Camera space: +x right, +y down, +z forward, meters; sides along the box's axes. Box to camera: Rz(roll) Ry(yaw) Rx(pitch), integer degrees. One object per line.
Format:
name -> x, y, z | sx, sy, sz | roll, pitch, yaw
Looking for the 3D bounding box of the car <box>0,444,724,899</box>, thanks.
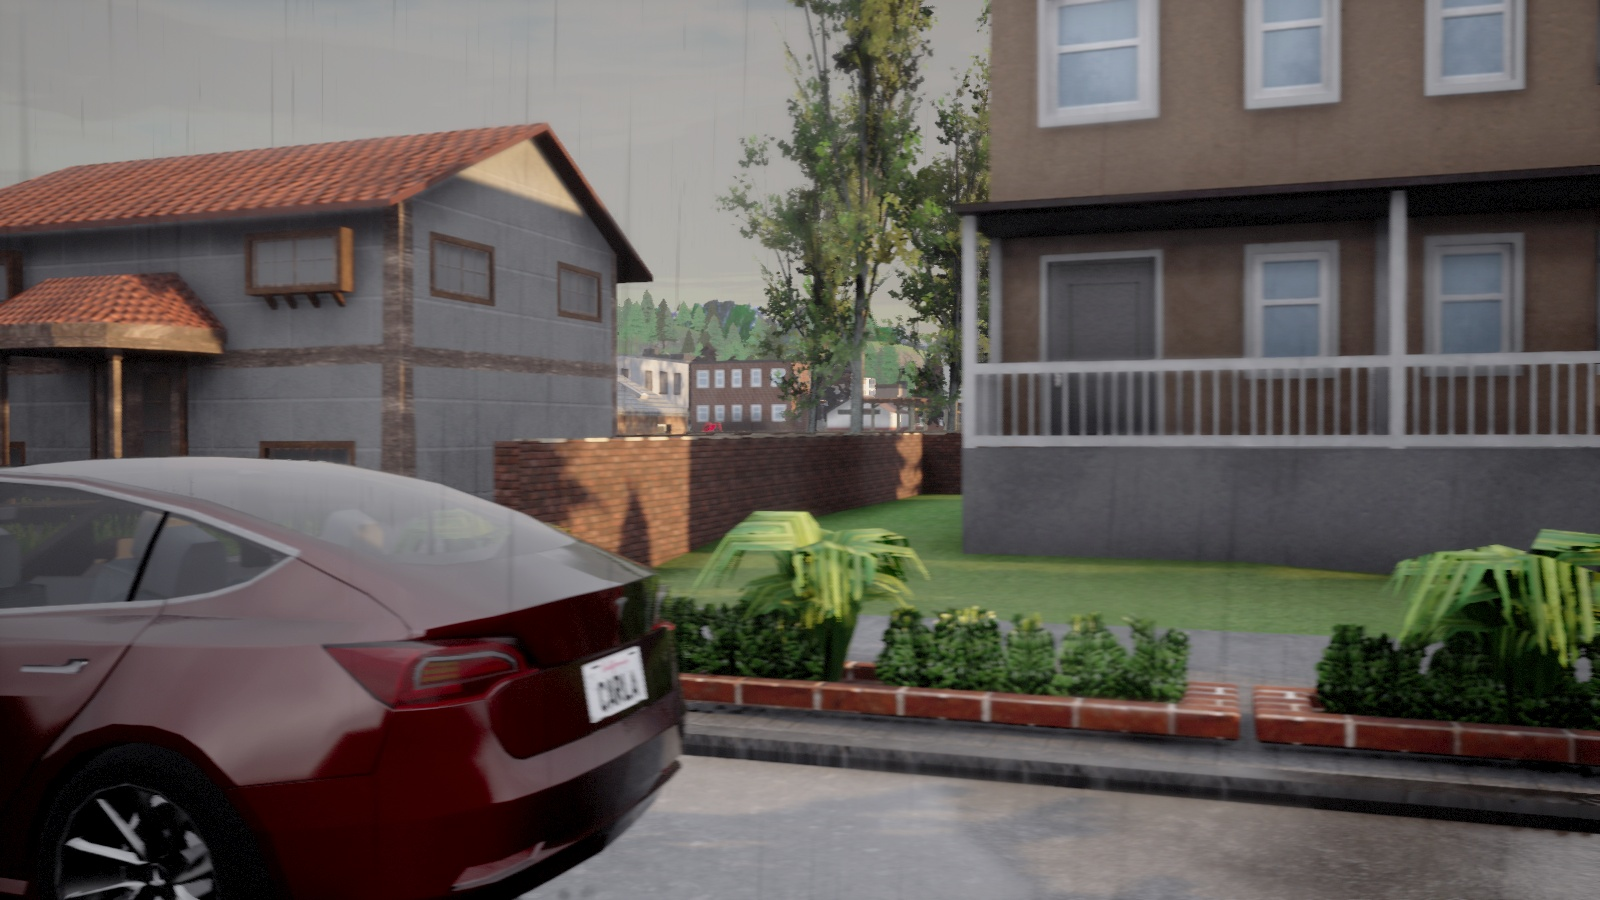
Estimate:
car -> -2.920, 0.740, 4.703 | 4.792, 1.488, 2.163 | 1, 1, 19
